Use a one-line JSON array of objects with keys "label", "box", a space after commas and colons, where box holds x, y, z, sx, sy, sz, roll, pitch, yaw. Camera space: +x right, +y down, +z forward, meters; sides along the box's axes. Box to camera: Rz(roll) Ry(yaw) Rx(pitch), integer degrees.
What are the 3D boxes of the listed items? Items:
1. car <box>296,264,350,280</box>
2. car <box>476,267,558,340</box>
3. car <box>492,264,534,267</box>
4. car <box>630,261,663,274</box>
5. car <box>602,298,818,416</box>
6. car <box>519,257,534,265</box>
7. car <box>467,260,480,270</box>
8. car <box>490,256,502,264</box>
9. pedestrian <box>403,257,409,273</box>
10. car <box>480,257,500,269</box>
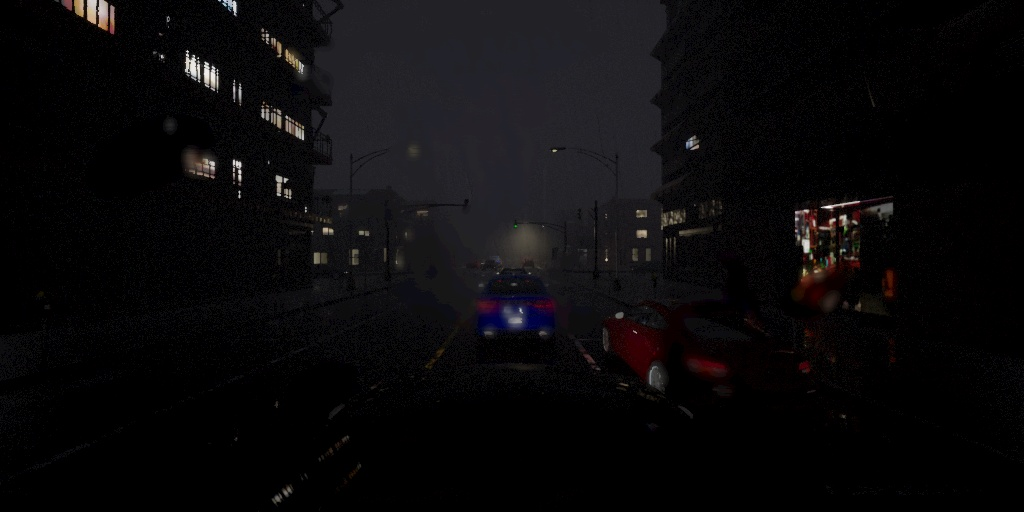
[{"label": "car", "box": [-17.517, 1.456, 33.550, 4.892, 1.490, 1.837, -1, 0, 0]}, {"label": "car", "box": [0.099, 1.230, 10.046, 1.882, 1.535, 5.008, 0, 0, 0]}, {"label": "car", "box": [0.099, 1.322, 19.022, 1.994, 1.385, 4.181, 0, 0, 0]}, {"label": "car", "box": [14.356, 1.154, 36.776, 4.181, 1.385, 1.994, -1, 0, 0]}, {"label": "car", "box": [2.689, 1.333, 5.805, 1.802, 1.307, 4.207, 0, 0, 0]}, {"label": "car", "box": [2.676, 1.114, 60.557, 2.192, 1.841, 5.009, 0, 0, 0]}, {"label": "car", "box": [-5.791, 1.336, 55.033, 1.888, 1.381, 4.507, 0, 0, 0]}, {"label": "car", "box": [-3.102, 1.023, 61.586, 2.150, 2.045, 5.566, 0, 0, 1]}, {"label": "pedestrian", "box": [-12.521, 1.061, 42.290, 0.375, 1.860, 0.375, 0, 0, 0]}, {"label": "car", "box": [-3.102, 1.291, 51.633, 1.837, 1.490, 4.892, 0, 0, 0]}]
